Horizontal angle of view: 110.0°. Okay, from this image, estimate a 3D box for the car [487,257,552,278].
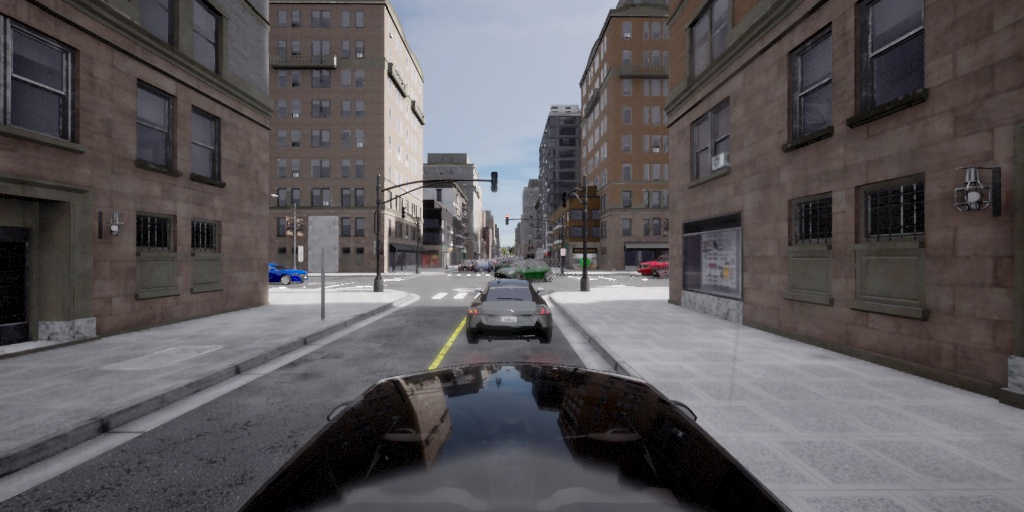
[{"bbox_3d":[0.822,1.096,26.251,4.553,1.767,2.097,0,0,-42],"label":"car"}]

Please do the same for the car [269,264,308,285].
[{"bbox_3d":[-17.583,1.291,26.197,5.008,1.535,1.882,0,0,1],"label":"car"}]

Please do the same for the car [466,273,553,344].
[{"bbox_3d":[-0.070,1.315,9.614,1.994,1.385,4.181,0,0,0],"label":"car"}]

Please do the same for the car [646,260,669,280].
[{"bbox_3d":[13.963,1.259,30.073,4.181,1.385,1.994,0,0,-1],"label":"car"}]

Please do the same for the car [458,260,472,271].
[{"bbox_3d":[-6.124,1.236,48.620,1.967,1.591,4.097,0,0,0],"label":"car"}]

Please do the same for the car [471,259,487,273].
[{"bbox_3d":[-3.574,1.315,44.668,1.812,1.442,4.674,0,0,1],"label":"car"}]

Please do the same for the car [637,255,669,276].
[{"bbox_3d":[14.597,0.919,33.324,5.566,2.045,2.150,0,0,-1],"label":"car"}]

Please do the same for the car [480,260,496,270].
[{"bbox_3d":[-3.633,1.356,55.093,2.033,1.411,5.357,0,0,-1],"label":"car"}]

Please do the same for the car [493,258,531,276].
[{"bbox_3d":[-0.093,1.131,38.386,2.097,1.767,4.553,1,0,-29],"label":"car"}]
